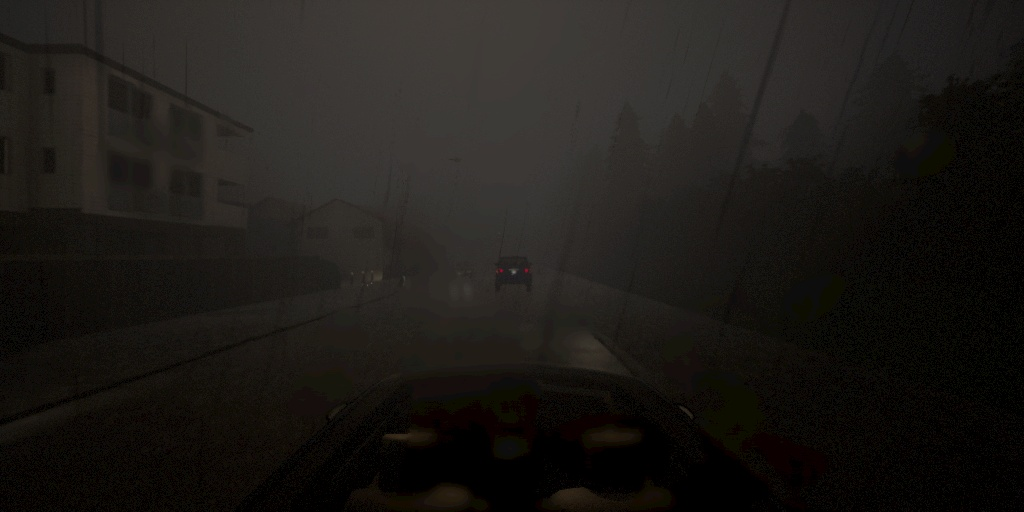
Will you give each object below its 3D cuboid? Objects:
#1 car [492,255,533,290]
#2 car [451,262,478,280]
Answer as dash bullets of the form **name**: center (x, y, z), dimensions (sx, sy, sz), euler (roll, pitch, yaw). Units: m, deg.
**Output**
- **car**: center (0.101, 0.977, 22.384), dimensions (2.150, 2.045, 5.566), euler (0, 0, 0)
- **car**: center (-4.092, 1.247, 31.139), dimensions (2.128, 1.511, 4.902), euler (0, 0, 0)
